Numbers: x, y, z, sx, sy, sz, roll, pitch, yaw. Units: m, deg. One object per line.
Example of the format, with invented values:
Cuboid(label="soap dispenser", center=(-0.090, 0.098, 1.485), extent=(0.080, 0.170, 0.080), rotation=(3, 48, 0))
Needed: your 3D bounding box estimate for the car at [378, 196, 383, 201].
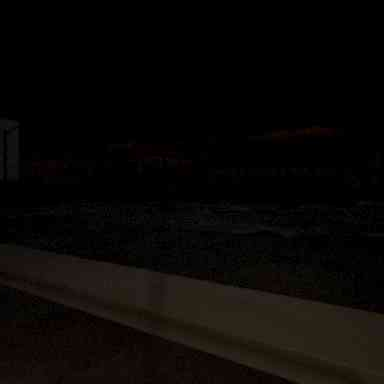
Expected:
Cuboid(label="car", center=(48.081, 1.573, 80.932), extent=(4.536, 1.218, 1.853), rotation=(1, 1, -4))

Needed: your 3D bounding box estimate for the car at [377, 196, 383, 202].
Cuboid(label="car", center=(48.130, 1.731, 80.937), extent=(4.974, 1.542, 2.038), rotation=(1, 1, -4))

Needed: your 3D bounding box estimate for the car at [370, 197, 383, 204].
Cuboid(label="car", center=(37.073, 1.571, 65.709), extent=(1.853, 1.218, 4.536), rotation=(1, 1, 6))

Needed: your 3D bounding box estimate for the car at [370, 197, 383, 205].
Cuboid(label="car", center=(37.066, 1.729, 65.659), extent=(2.038, 1.542, 4.974), rotation=(1, 1, 6))
